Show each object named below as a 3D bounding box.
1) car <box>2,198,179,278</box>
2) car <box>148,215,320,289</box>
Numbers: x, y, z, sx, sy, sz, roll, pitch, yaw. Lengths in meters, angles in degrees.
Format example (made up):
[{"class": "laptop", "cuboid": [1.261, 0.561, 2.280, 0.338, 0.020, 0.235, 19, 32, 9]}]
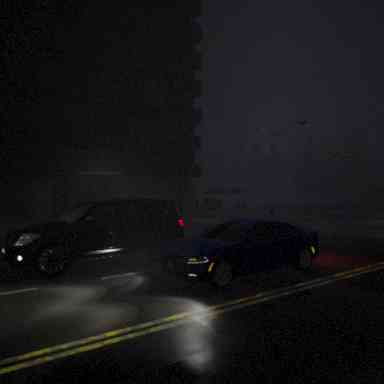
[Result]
[{"class": "car", "cuboid": [-2.821, 1.219, 10.573, 5.566, 2.045, 2.150, 0, 0, -36]}, {"class": "car", "cuboid": [1.515, 1.472, 9.349, 5.008, 1.535, 1.882, 0, 0, -35]}]
